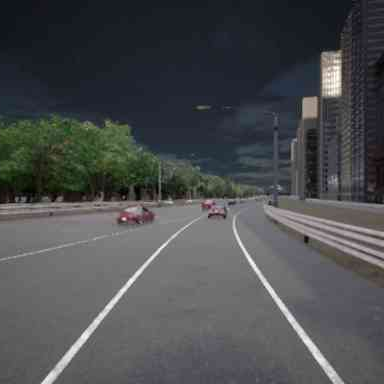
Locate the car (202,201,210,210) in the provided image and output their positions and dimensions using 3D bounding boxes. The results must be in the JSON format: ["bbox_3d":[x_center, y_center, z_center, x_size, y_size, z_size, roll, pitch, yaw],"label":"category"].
[{"bbox_3d":[2.952,2.232,55.170,1.882,1.535,5.008,0,-1,14],"label":"car"}]

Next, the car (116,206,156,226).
[{"bbox_3d":[-4.390,1.823,26.544,1.812,1.442,4.674,0,-1,14],"label":"car"}]

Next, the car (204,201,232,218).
[{"bbox_3d":[2.846,2.016,35.649,2.033,1.411,5.357,0,-1,9],"label":"car"}]

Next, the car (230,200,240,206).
[{"bbox_3d":[10.270,2.720,83.727,1.837,1.490,4.892,0,-1,14],"label":"car"}]
